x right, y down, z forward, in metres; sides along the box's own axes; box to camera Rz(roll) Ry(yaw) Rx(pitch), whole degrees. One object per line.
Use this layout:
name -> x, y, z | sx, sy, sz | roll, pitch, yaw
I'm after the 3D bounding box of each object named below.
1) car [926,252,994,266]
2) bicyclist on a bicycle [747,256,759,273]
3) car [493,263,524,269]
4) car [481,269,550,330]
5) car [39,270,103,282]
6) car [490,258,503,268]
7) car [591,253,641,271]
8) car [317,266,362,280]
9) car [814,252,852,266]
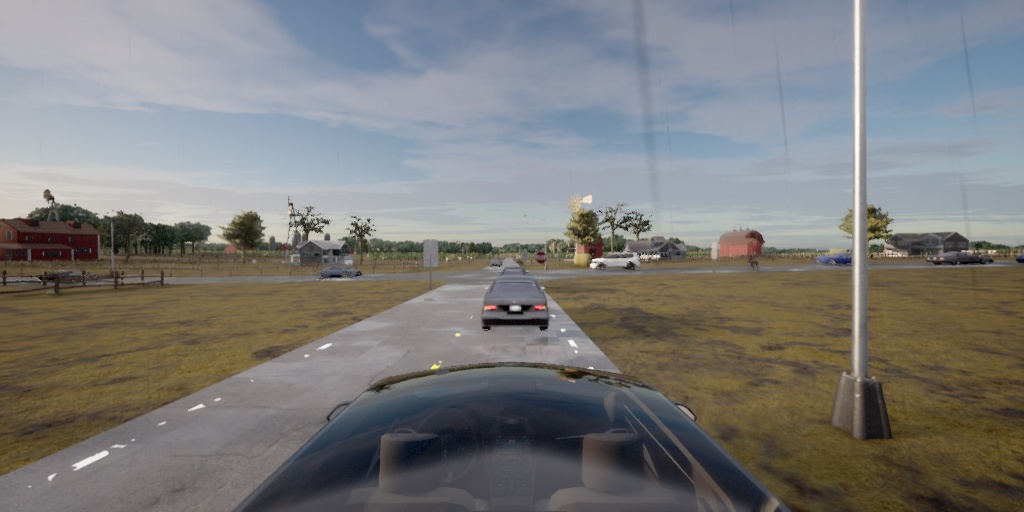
car -> 47.387, 0.267, 38.027 | 5.357, 1.411, 2.033 | -1, 1, 0
bicyclist on a bicycle -> 22.864, 0.782, 34.061 | 0.582, 1.620, 1.656 | -1, 0, 0
car -> 0.127, 1.331, 21.714 | 1.994, 1.385, 4.181 | 0, 0, 1
car -> 0.092, 1.304, 11.129 | 2.033, 1.411, 5.357 | 0, 0, 0
car -> -46.532, 2.147, 37.919 | 4.718, 1.301, 1.895 | 0, 1, 0
car -> -2.991, 1.349, 64.358 | 1.837, 1.490, 4.892 | 0, 0, 0
car -> 12.017, 0.668, 41.738 | 5.566, 2.045, 2.150 | -1, 1, 3
car -> -18.196, 1.722, 37.919 | 4.181, 1.385, 1.994 | -1, 1, 0
car -> 38.058, 0.329, 41.657 | 5.008, 1.535, 1.882 | -1, 1, 0
